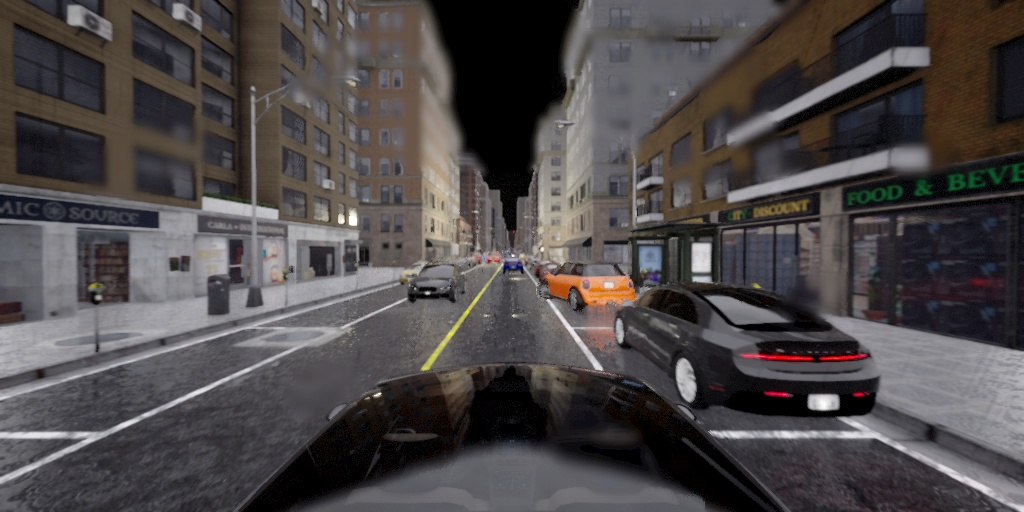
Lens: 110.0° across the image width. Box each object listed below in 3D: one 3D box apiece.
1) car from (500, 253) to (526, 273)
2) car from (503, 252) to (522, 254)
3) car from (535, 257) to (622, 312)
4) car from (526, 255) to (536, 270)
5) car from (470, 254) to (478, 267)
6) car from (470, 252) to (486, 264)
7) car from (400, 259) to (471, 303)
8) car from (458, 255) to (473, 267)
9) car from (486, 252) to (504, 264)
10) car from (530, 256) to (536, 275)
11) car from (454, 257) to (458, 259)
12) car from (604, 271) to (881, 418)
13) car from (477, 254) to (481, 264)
[{"bbox_3d":[0.115,0.799,34.627,1.882,1.535,5.008,0,1,0],"label":"car"},{"bbox_3d":[0.130,0.601,50.899,2.128,1.511,4.902,0,1,0],"label":"car"},{"bbox_3d":[2.670,0.946,13.740,2.097,1.767,4.553,0,1,-13],"label":"car"},{"bbox_3d":[2.701,0.805,39.786,2.007,1.370,4.403,0,0,0],"label":"car"},{"bbox_3d":[-5.820,0.748,45.295,1.948,1.339,4.313,0,0,0],"label":"car"},{"bbox_3d":[-5.811,0.350,56.341,2.192,1.841,5.009,0,0,0],"label":"car"},{"bbox_3d":[-3.088,1.075,15.547,1.837,1.490,4.892,0,1,0],"label":"car"},{"bbox_3d":[-5.825,0.805,39.771,2.007,1.370,4.403,0,0,0],"label":"car"},{"bbox_3d":[-2.950,0.318,59.762,2.150,2.045,5.566,0,1,0],"label":"car"},{"bbox_3d":[2.691,0.944,28.737,1.888,1.381,4.507,0,0,0],"label":"car"},{"bbox_3d":[-5.834,0.965,28.725,1.948,1.339,4.313,0,0,0],"label":"car"},{"bbox_3d":[3.149,1.198,6.042,1.837,1.490,4.892,0,1,0],"label":"car"},{"bbox_3d":[-5.815,0.691,50.818,1.802,1.307,4.207,0,0,0],"label":"car"}]
